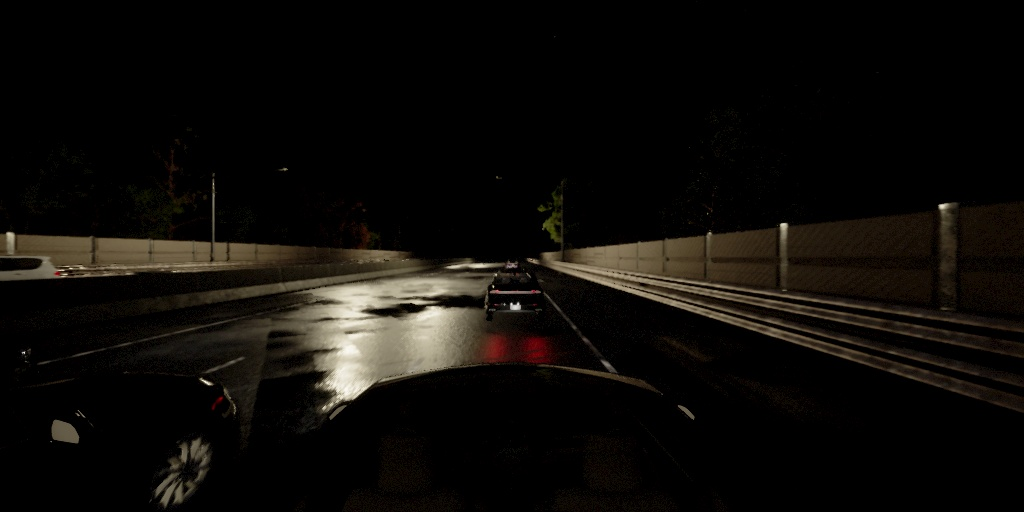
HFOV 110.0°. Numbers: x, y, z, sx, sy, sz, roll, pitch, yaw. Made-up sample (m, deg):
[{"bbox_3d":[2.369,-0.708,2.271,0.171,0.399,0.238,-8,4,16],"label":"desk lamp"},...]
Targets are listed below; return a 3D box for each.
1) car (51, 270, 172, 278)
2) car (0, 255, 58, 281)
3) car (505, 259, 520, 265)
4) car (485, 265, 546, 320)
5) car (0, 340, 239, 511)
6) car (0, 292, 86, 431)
[{"bbox_3d":[-17.590,1.355,16.867,1.895,1.301,4.718,0,0,0],"label":"car"},{"bbox_3d":[-21.099,0.975,13.547,2.150,2.045,5.566,0,0,0],"label":"car"},{"bbox_3d":[0.091,1.191,44.426,2.033,1.649,4.856,0,0,0],"label":"car"},{"bbox_3d":[0.098,1.244,12.569,2.128,1.511,4.902,0,0,0],"label":"car"},{"bbox_3d":[-3.400,1.255,1.266,1.837,1.490,4.892,0,0,0],"label":"car"},{"bbox_3d":[-6.900,1.242,2.461,2.128,1.511,4.902,0,0,0],"label":"car"}]
